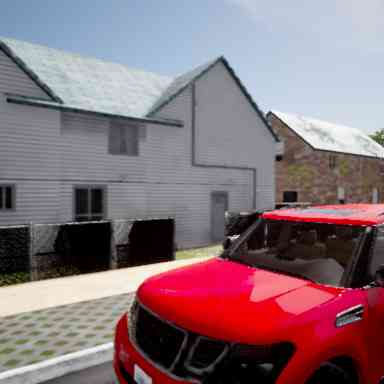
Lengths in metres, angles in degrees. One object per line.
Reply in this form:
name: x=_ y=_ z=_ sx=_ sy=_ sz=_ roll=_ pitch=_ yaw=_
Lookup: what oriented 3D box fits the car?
car: x=1.838 y=1.211 z=4.383 sx=5.566 sy=2.045 sz=2.150 roll=0 pitch=0 yaw=-36
